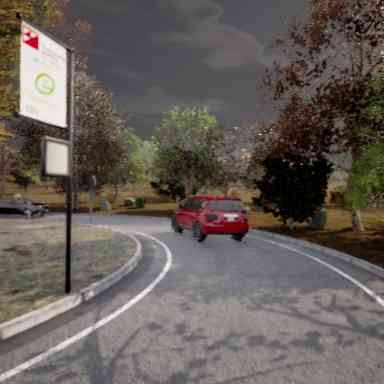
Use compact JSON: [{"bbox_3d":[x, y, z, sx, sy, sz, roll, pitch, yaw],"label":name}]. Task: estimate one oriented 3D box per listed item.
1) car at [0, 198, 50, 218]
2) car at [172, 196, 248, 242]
[{"bbox_3d":[-14.012,1.250,26.797,4.902,1.511,2.128,1,0,5],"label":"car"},{"bbox_3d":[0.713,1.217,16.542,2.150,2.045,5.566,2,0,-20],"label":"car"}]
